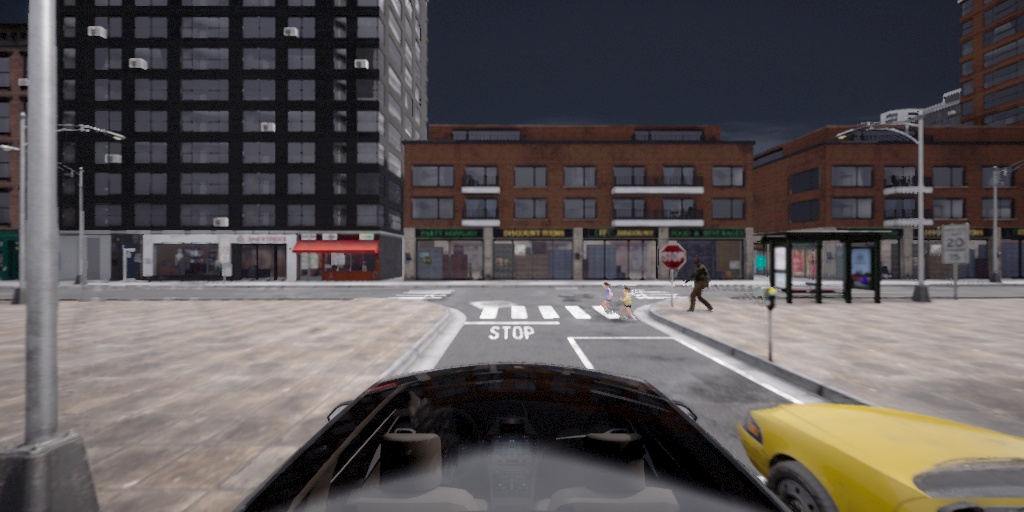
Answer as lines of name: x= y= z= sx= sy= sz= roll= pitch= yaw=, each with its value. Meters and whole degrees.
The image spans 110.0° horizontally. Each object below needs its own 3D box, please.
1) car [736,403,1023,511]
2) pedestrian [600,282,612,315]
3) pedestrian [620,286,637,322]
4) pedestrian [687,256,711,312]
car: x=2.638 y=1.281 z=0.895 sx=1.751 sy=1.417 sz=4.829 roll=0 pitch=0 yaw=0
pedestrian: x=3.176 y=1.366 z=11.810 sx=0.500 sy=1.100 sz=0.500 roll=0 pitch=0 yaw=0
pedestrian: x=3.435 y=1.373 z=10.610 sx=0.500 sy=1.100 sz=0.500 roll=0 pitch=0 yaw=0
pedestrian: x=5.833 y=0.835 z=11.211 sx=0.375 sy=1.860 sz=0.375 roll=0 pitch=0 yaw=0
